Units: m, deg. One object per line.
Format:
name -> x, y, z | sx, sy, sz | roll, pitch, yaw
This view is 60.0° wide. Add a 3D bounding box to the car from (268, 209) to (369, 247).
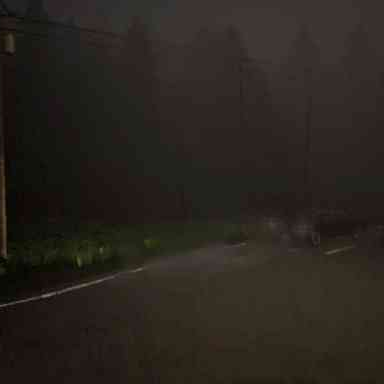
car -> 5.436, 1.416, 14.161 | 4.718, 1.301, 1.895 | -1, 1, -35
